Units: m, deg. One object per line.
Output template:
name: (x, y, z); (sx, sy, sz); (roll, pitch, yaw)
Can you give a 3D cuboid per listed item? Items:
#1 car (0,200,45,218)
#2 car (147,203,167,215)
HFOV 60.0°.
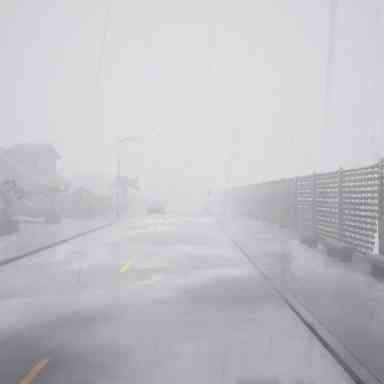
car: (-14.572, 1.443, 28.595); (3.633, 1.501, 1.845); (0, -1, -3)
car: (-4.020, 1.927, 38.446); (1.994, 1.385, 4.181); (0, -1, 0)
